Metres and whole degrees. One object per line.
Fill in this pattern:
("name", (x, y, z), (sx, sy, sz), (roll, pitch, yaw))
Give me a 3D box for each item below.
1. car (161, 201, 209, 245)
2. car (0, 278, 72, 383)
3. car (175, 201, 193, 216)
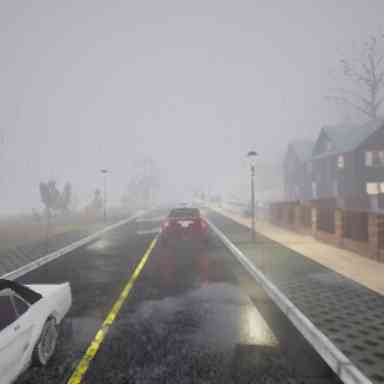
("car", (-0.344, 1.445, 16.393), (2.097, 1.767, 4.553), (-1, 0, -1))
("car", (-2.775, 1.646, 3.056), (1.895, 1.301, 4.718), (-1, 0, -2))
("car", (-0.921, 1.748, 36.924), (1.812, 1.442, 4.674), (-1, 0, -2))
